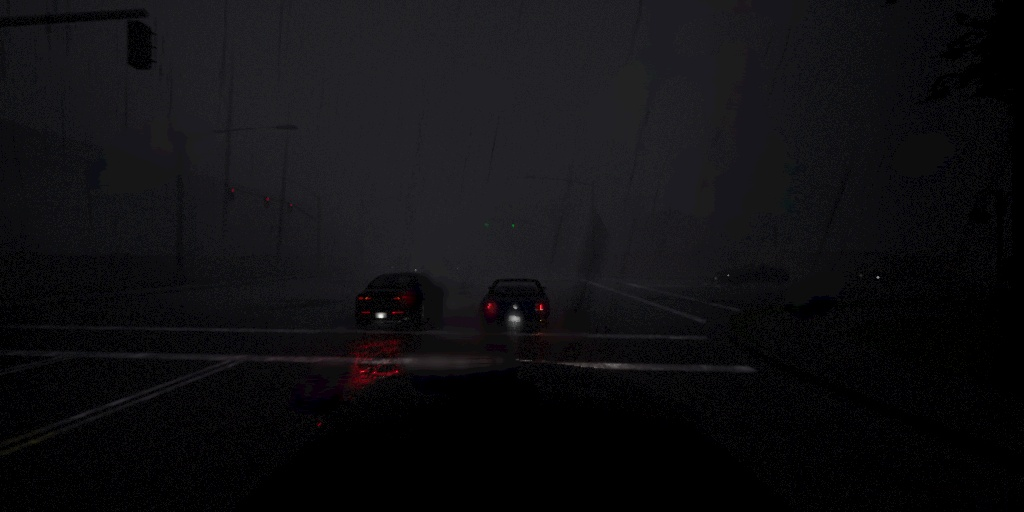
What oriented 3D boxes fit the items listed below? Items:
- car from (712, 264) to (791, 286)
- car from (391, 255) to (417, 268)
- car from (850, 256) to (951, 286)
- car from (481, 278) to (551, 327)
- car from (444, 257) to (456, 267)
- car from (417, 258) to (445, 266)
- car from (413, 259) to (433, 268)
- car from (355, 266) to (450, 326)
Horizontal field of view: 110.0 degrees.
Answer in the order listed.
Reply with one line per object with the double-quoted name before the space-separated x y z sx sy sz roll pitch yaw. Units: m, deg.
"car" 16.562 1.282 24.912 4.902 1.511 2.128 0 0 -1
"car" -14.097 0.920 47.454 2.150 2.045 5.566 0 1 0
"car" 27.200 1.012 25.188 5.566 2.045 2.150 0 0 -1
"car" 0.167 1.368 11.605 1.895 1.301 4.718 0 0 2
"car" -10.553 1.080 56.614 1.882 1.535 5.008 0 1 0
"car" -10.599 1.298 47.213 1.895 1.301 4.718 0 1 0
"car" -14.045 1.165 56.876 1.994 1.385 4.181 0 1 1
"car" -3.405 1.274 11.738 1.837 1.490 4.892 0 0 0
